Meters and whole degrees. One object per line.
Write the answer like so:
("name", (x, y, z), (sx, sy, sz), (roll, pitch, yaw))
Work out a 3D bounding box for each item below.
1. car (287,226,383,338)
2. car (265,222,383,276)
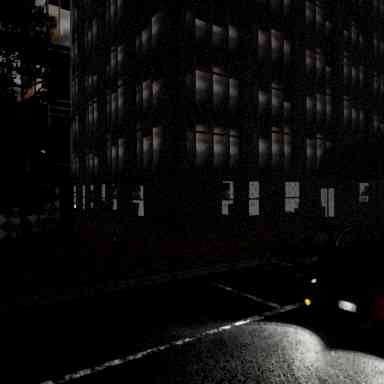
("car", (3.996, 1.562, 6.252), (4.181, 1.385, 1.994), (0, 0, -36))
("car", (3.932, 1.549, 9.401), (4.403, 1.369, 2.008), (0, -1, -36))
